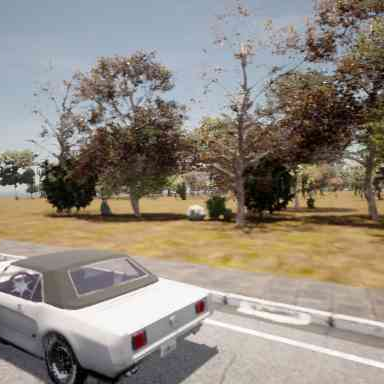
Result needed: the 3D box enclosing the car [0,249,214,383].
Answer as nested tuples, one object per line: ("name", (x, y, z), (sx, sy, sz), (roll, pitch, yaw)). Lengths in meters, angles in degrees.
("car", (-2.129, 1.606, 5.272), (4.718, 1.301, 1.895), (0, 0, 34))
